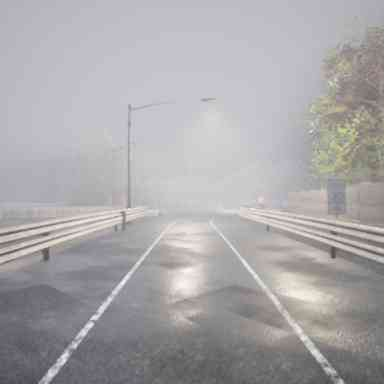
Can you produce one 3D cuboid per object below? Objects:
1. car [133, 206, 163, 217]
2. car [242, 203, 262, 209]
[{"bbox_3d":[-5.653,2.439,41.099,1.812,1.442,4.674,-1,-2,40],"label":"car"},{"bbox_3d":[12.976,3.367,71.670,2.033,1.411,5.357,-1,-2,21],"label":"car"}]
